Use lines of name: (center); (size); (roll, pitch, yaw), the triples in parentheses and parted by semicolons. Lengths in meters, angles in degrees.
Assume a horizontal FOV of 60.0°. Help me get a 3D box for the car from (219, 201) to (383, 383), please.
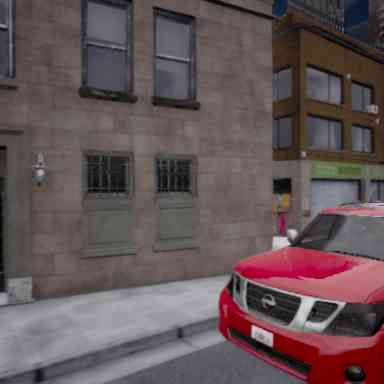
car: (3.012, 1.201, 5.217); (5.566, 2.045, 2.150); (0, 0, -35)
